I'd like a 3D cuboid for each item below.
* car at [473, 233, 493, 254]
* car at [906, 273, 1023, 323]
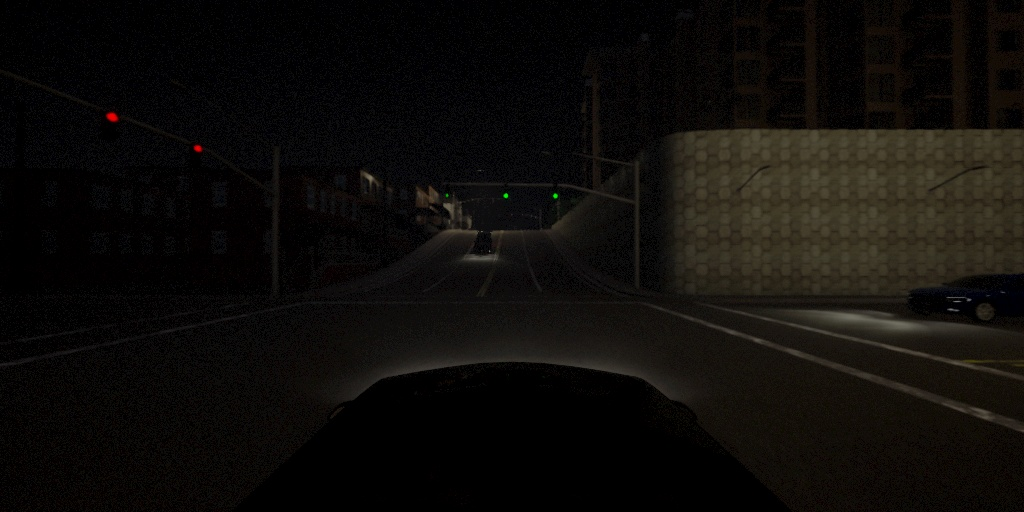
[{"bbox_3d":[-3.505,-1.549,44.093,2.150,2.045,5.566,0,13,0],"label":"car"},{"bbox_3d":[16.497,1.345,12.188,5.008,1.535,1.882,0,-1,0],"label":"car"}]
